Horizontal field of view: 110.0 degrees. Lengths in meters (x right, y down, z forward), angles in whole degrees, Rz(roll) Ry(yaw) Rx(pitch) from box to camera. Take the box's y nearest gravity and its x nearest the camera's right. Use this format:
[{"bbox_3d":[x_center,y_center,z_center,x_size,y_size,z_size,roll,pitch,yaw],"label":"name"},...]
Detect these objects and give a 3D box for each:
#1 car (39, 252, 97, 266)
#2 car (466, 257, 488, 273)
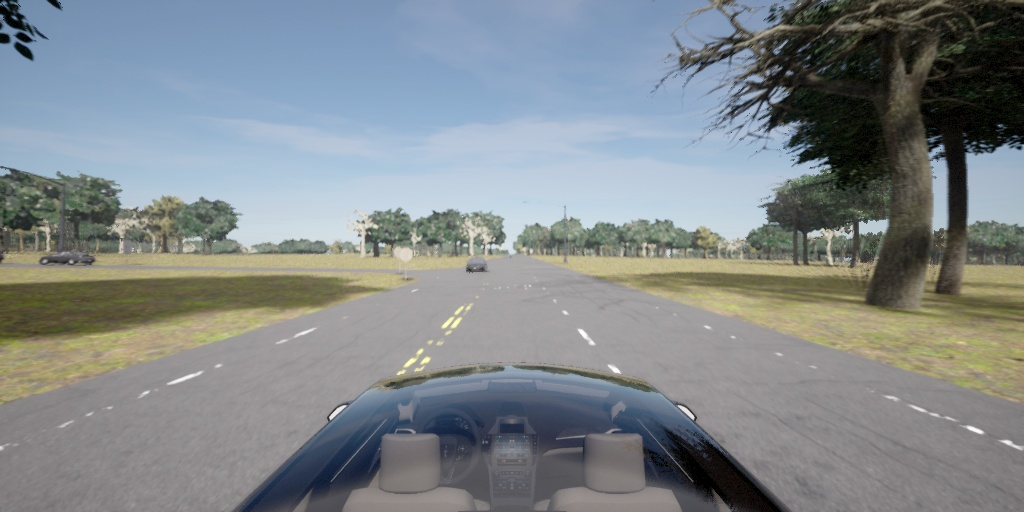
[{"bbox_3d":[-48.864,0.274,39.455,4.902,1.511,2.128,1,-1,0],"label":"car"},{"bbox_3d":[-3.390,0.859,35.288,1.882,1.535,5.008,0,0,0],"label":"car"}]
